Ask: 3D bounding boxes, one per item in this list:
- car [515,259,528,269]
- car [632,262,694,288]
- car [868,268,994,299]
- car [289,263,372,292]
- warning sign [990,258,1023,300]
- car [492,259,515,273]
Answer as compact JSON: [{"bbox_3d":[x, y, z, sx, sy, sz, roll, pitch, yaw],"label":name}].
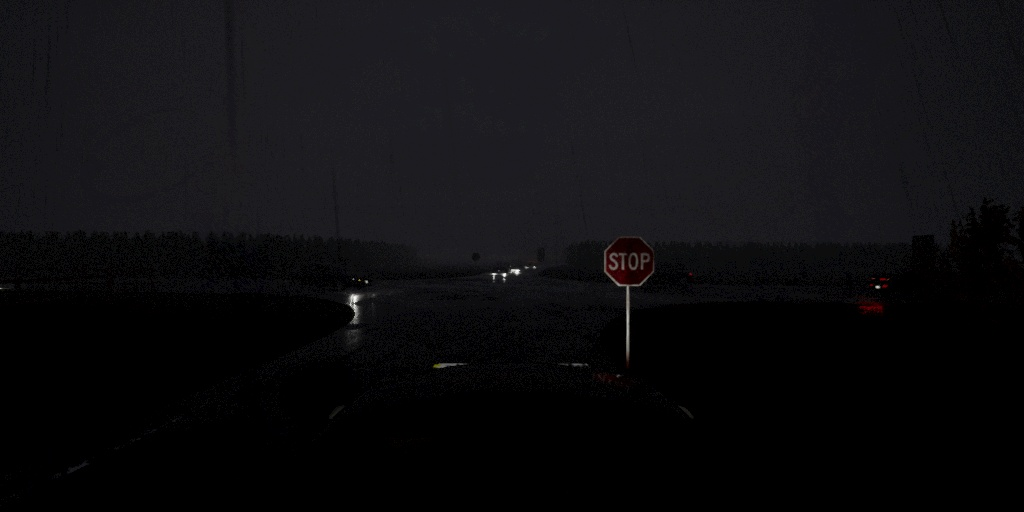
[{"bbox_3d":[0.609,1.269,55.892,2.128,1.511,4.902,0,0,11],"label":"car"},{"bbox_3d":[9.708,1.178,24.307,4.553,1.767,2.097,0,0,17],"label":"car"},{"bbox_3d":[21.685,1.395,18.681,4.892,1.490,1.837,0,0,5],"label":"car"},{"bbox_3d":[-10.403,1.186,20.631,4.892,1.490,1.837,0,-2,16],"label":"car"},{"bbox_3d":[21.218,0.995,15.293,1.060,1.860,1.300,0,0,6],"label":"warning sign"},{"bbox_3d":[-1.202,1.313,43.778,2.033,1.411,5.357,0,0,7],"label":"car"}]
